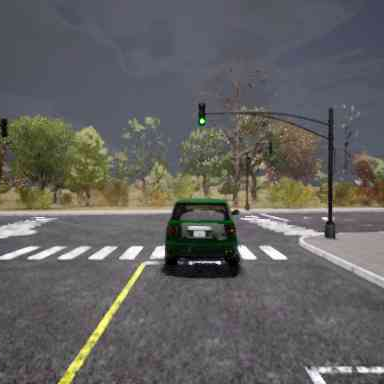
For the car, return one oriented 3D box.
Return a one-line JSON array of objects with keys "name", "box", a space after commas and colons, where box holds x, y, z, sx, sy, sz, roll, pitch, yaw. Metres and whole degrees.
[{"name": "car", "box": [0.465, 1.207, 11.581, 2.150, 2.045, 5.566, 0, 0, 6]}]
